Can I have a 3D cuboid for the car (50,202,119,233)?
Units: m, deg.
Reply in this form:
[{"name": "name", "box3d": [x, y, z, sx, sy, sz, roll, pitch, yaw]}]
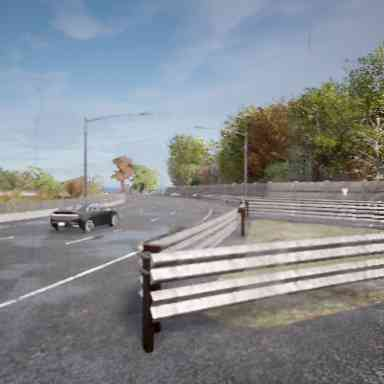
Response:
[{"name": "car", "box3d": [-5.721, 1.316, 18.369, 2.128, 1.511, 4.902, 0, 0, 13]}]
